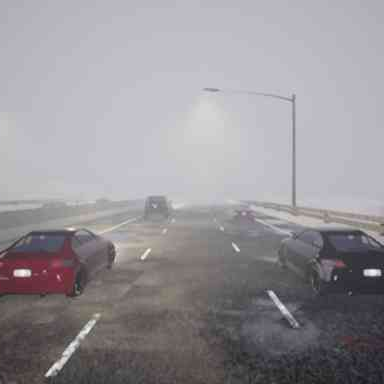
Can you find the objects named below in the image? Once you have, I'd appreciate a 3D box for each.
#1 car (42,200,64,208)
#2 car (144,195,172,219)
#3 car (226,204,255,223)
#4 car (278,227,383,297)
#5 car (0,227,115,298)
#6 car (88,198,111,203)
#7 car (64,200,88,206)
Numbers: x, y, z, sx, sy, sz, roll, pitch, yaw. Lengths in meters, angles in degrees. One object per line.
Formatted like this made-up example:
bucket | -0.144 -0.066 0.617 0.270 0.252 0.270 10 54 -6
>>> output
car | -20.329 1.802 49.413 1.895 1.301 4.718 0 0 2
car | -3.099 1.338 31.055 2.150 2.045 5.566 0 0 1
car | 3.826 1.647 26.706 2.033 1.411 5.357 0 0 1
car | 3.633 1.593 8.682 1.994 1.385 4.181 0 0 0
car | -3.368 1.591 8.630 1.994 1.385 4.181 0 0 0
car | -13.321 1.685 49.642 1.882 1.535 5.008 0 -1 2
car | -16.821 1.806 49.718 1.895 1.301 4.718 0 0 2
